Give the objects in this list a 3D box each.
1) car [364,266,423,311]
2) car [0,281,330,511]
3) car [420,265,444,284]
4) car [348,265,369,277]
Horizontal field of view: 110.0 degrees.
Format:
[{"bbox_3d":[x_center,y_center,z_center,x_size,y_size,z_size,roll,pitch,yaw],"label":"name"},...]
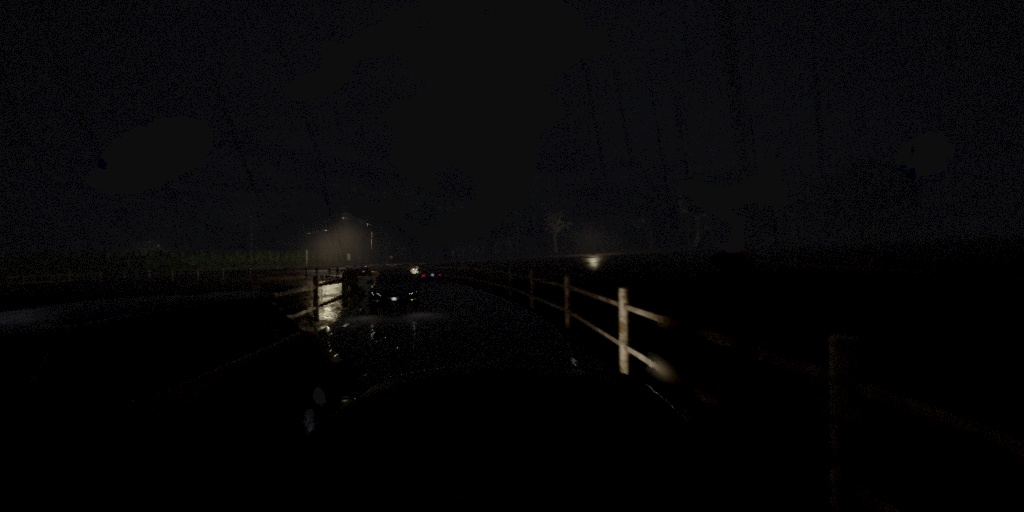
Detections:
[{"bbox_3d":[-4.951,1.341,15.325,1.837,1.490,4.892,-1,0,-16],"label":"car"},{"bbox_3d":[-3.074,1.134,2.210,2.097,1.767,4.553,-1,0,-3],"label":"car"},{"bbox_3d":[-6.882,1.446,27.950,2.033,1.411,5.357,-1,0,-28],"label":"car"},{"bbox_3d":[-18.610,1.802,43.304,1.994,1.385,4.181,-2,0,-41],"label":"car"}]
